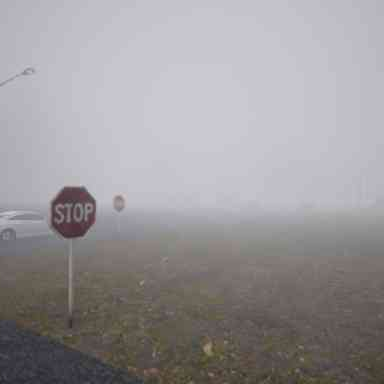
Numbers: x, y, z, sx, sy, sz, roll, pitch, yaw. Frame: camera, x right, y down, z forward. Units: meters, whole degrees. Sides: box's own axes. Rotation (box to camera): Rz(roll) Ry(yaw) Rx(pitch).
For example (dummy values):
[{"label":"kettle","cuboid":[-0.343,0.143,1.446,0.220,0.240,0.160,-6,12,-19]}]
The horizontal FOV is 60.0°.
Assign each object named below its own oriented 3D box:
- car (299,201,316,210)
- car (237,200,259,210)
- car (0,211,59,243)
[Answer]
[{"label":"car","cuboid":[19.417,2.249,55.810,1.837,1.490,4.892,1,0,36]},{"label":"car","cuboid":[9.083,2.139,53.448,1.837,1.490,4.892,1,1,36]},{"label":"car","cuboid":[-8.511,1.703,17.092,1.812,1.442,4.674,1,-1,36]}]
